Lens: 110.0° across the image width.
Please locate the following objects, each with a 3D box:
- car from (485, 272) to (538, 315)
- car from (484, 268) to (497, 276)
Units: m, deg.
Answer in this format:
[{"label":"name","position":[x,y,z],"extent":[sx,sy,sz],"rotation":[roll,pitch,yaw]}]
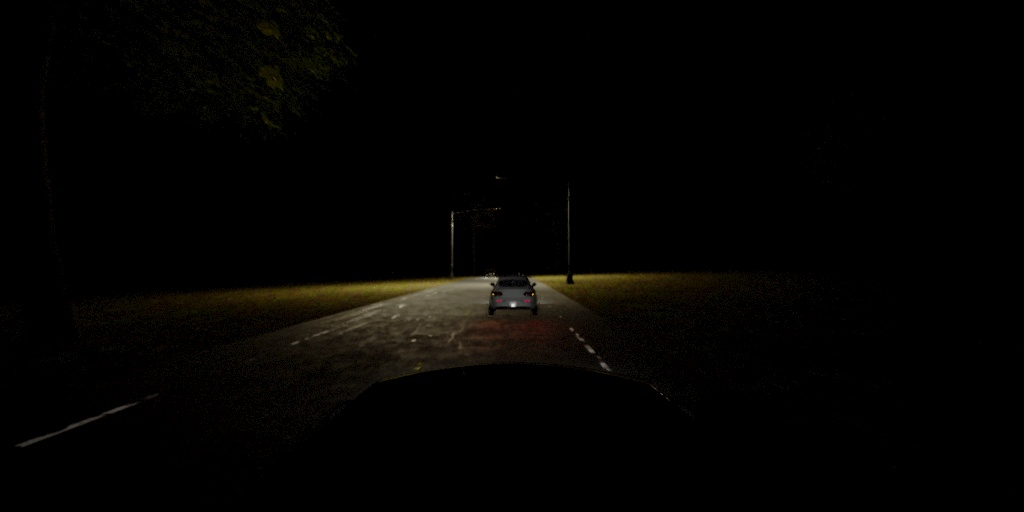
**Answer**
[{"label":"car","position":[0.058,1.535,14.875],"extent":[1.812,1.442,4.674],"rotation":[0,-1,0]},{"label":"car","position":[-3.525,2.847,60.475],"extent":[1.837,1.490,4.892],"rotation":[0,-1,1]}]
